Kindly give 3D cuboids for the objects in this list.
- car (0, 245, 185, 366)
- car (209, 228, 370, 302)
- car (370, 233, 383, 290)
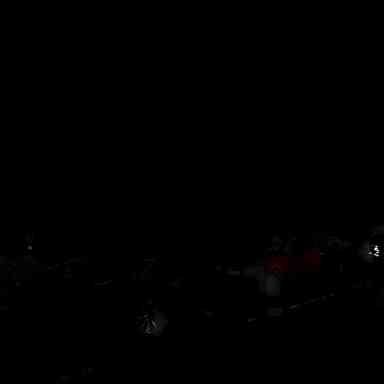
[{"bbox_3d":[-2.115,1.566,5.027,4.313,1.339,1.947,0,0,-35],"label":"car"},{"bbox_3d":[2.365,1.582,8.220,4.206,1.307,1.802,0,0,-35],"label":"car"},{"bbox_3d":[6.399,1.221,7.938,5.566,2.045,2.150,0,0,-35],"label":"car"}]
